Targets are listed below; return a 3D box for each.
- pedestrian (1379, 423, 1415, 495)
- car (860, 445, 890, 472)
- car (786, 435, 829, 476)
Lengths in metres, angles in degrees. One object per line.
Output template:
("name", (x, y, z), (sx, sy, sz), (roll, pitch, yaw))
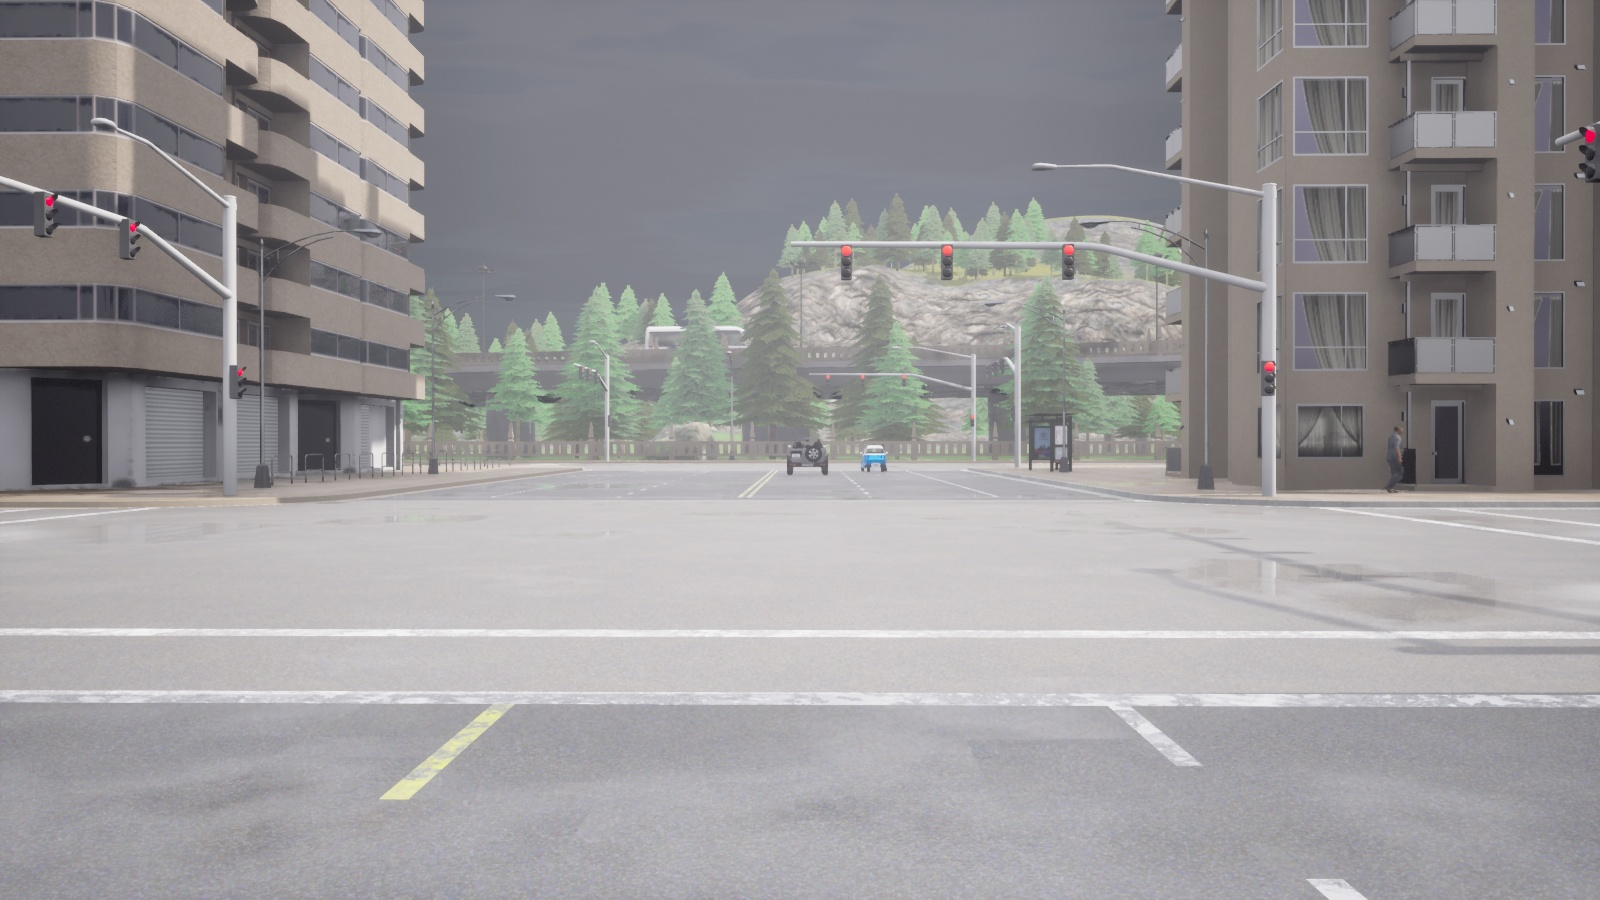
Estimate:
("pedestrian", (15.535, 0.233, 32.682), (0.694, 1.848, 0.540), (0, 0, 8))
("car", (3.885, 0.436, 65.278), (1.481, 1.376, 2.207), (0, 1, 1))
("car", (0.350, 0.229, 59.258), (1.932, 1.855, 4.605), (0, 0, 0))
